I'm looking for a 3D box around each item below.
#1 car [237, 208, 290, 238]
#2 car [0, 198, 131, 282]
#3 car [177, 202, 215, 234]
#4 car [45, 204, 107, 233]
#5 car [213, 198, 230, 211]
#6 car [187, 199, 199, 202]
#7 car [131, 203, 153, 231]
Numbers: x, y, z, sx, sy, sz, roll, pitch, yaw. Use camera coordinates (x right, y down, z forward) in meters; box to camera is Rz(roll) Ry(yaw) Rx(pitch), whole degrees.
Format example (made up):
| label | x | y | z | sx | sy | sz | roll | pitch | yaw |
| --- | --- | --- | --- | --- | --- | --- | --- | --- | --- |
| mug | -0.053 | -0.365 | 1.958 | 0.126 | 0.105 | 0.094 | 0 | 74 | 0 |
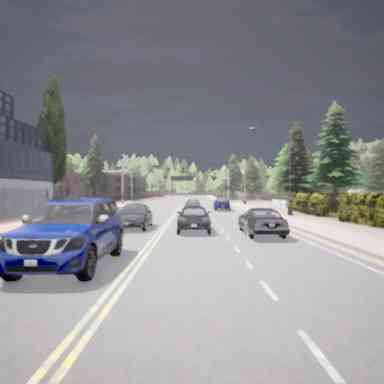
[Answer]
| label | x | y | z | sx | sy | sz | roll | pitch | yaw |
| --- | --- | --- | --- | --- | --- | --- | --- | --- | --- |
| car | 3.605 | 1.538 | 17.485 | 2.033 | 1.411 | 5.357 | 0 | 0 | 0 |
| car | -3.567 | 1.215 | 10.128 | 2.150 | 2.045 | 5.566 | 0 | 0 | 0 |
| car | 0.104 | 1.514 | 19.006 | 1.812 | 1.442 | 4.674 | 0 | 0 | 0 |
| car | -6.995 | 1.547 | 20.788 | 2.033 | 1.411 | 5.357 | 0 | 0 | 0 |
| car | 3.598 | 1.454 | 40.953 | 1.882 | 1.535 | 5.008 | 0 | 0 | 0 |
| car | 0.087 | 1.525 | 37.768 | 2.033 | 1.411 | 5.357 | 0 | 0 | 0 |
| car | -3.495 | 1.492 | 20.490 | 1.837 | 1.490 | 4.892 | 0 | 0 | 0 |
